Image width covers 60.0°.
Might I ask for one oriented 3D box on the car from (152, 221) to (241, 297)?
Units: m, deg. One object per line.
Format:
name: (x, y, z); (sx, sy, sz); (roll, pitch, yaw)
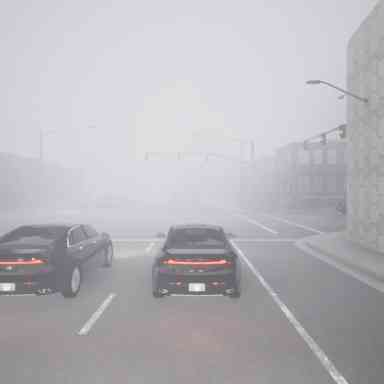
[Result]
car: (0.106, 1.505, 8.537); (1.837, 1.490, 4.892); (0, 0, 0)

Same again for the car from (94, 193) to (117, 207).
car: (-13.907, 1.221, 53.709); (2.150, 2.045, 5.566); (0, 0, 0)

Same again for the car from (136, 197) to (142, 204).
car: (-10.364, 1.564, 61.004); (1.994, 1.385, 4.181); (0, 0, 1)

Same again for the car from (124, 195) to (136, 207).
car: (-10.422, 1.352, 51.111); (2.097, 1.767, 4.553); (0, 0, 0)

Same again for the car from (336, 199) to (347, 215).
car: (14.910, 0.764, 27.576); (5.566, 2.045, 2.150); (-5, 0, 0)

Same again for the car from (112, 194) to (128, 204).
car: (-13.834, 1.352, 63.876); (2.097, 1.767, 4.553); (0, 0, 1)

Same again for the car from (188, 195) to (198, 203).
car: (0.221, 1.352, 68.248); (2.097, 1.767, 4.553); (0, 0, 0)

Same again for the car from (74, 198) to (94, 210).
car: (-13.946, 1.491, 43.758); (2.128, 1.511, 4.902); (0, 0, 0)

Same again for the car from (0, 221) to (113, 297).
car: (-3.394, 1.505, 8.553); (1.837, 1.490, 4.892); (0, 0, 0)

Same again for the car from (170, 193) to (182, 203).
car: (-3.279, 1.221, 68.315); (2.150, 2.045, 5.566); (0, 0, 0)

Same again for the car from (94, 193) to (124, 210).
car: (-10.454, 1.352, 42.258); (2.097, 1.767, 4.553); (0, 0, 0)
